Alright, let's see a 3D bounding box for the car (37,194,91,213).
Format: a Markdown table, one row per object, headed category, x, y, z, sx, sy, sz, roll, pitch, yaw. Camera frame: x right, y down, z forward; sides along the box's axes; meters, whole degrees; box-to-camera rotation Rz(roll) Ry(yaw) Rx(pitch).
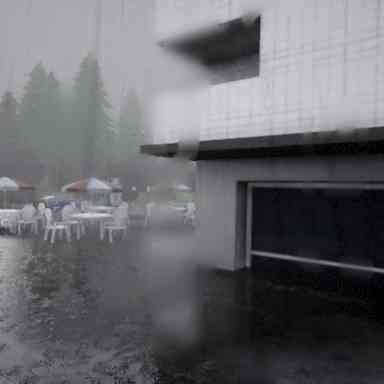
| category | x | y | z | sx | sy | sz | roll | pitch | yaw |
| --- | --- | --- | --- | --- | --- | --- | --- | --- | --- |
| car | -10.821 | 0.932 | 28.102 | 1.812 | 1.442 | 4.674 | 2 | 1 | 36 |
